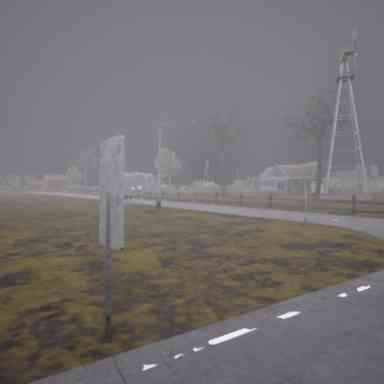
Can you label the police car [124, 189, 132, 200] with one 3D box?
[{"bbox_3d":[-9.629,0.232,43.956,1.930,1.638,5.238,0,1,-35],"label":"police car"}]
